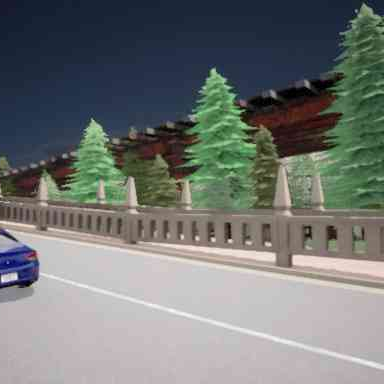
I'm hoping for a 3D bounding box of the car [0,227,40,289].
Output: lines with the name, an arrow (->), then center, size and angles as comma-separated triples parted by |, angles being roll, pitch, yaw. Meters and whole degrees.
car -> -5.432, 1.464, 7.857 | 4.674, 1.442, 1.812 | 1, 1, 36
